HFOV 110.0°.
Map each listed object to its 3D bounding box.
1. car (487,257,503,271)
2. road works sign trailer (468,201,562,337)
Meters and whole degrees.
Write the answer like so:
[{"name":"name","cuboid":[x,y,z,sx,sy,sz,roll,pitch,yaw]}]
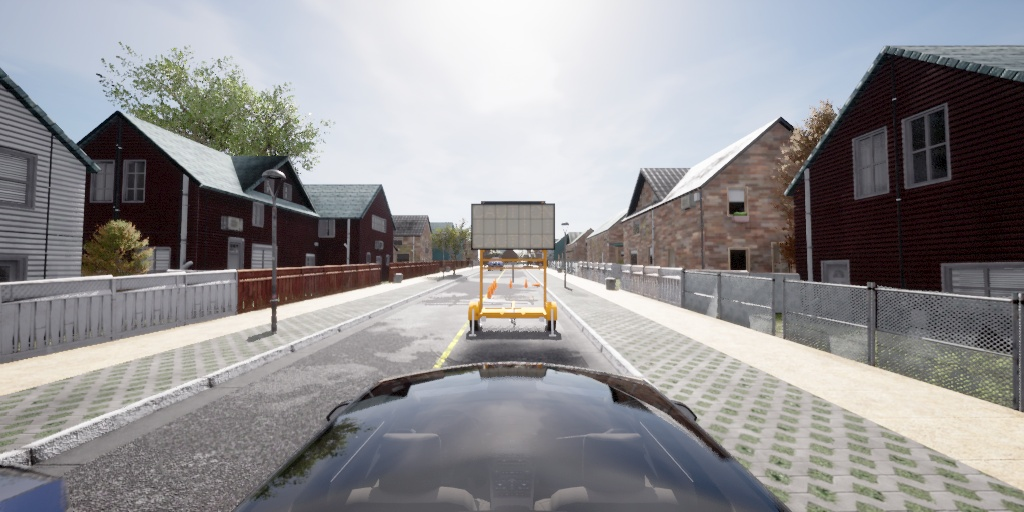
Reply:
[{"name":"car","cuboid":[-2.534,1.215,54.141,2.150,2.045,5.566,0,0,0]},{"name":"road works sign trailer","cuboid":[0.034,0.226,10.362,2.380,3.560,2.880,0,0,1]}]
